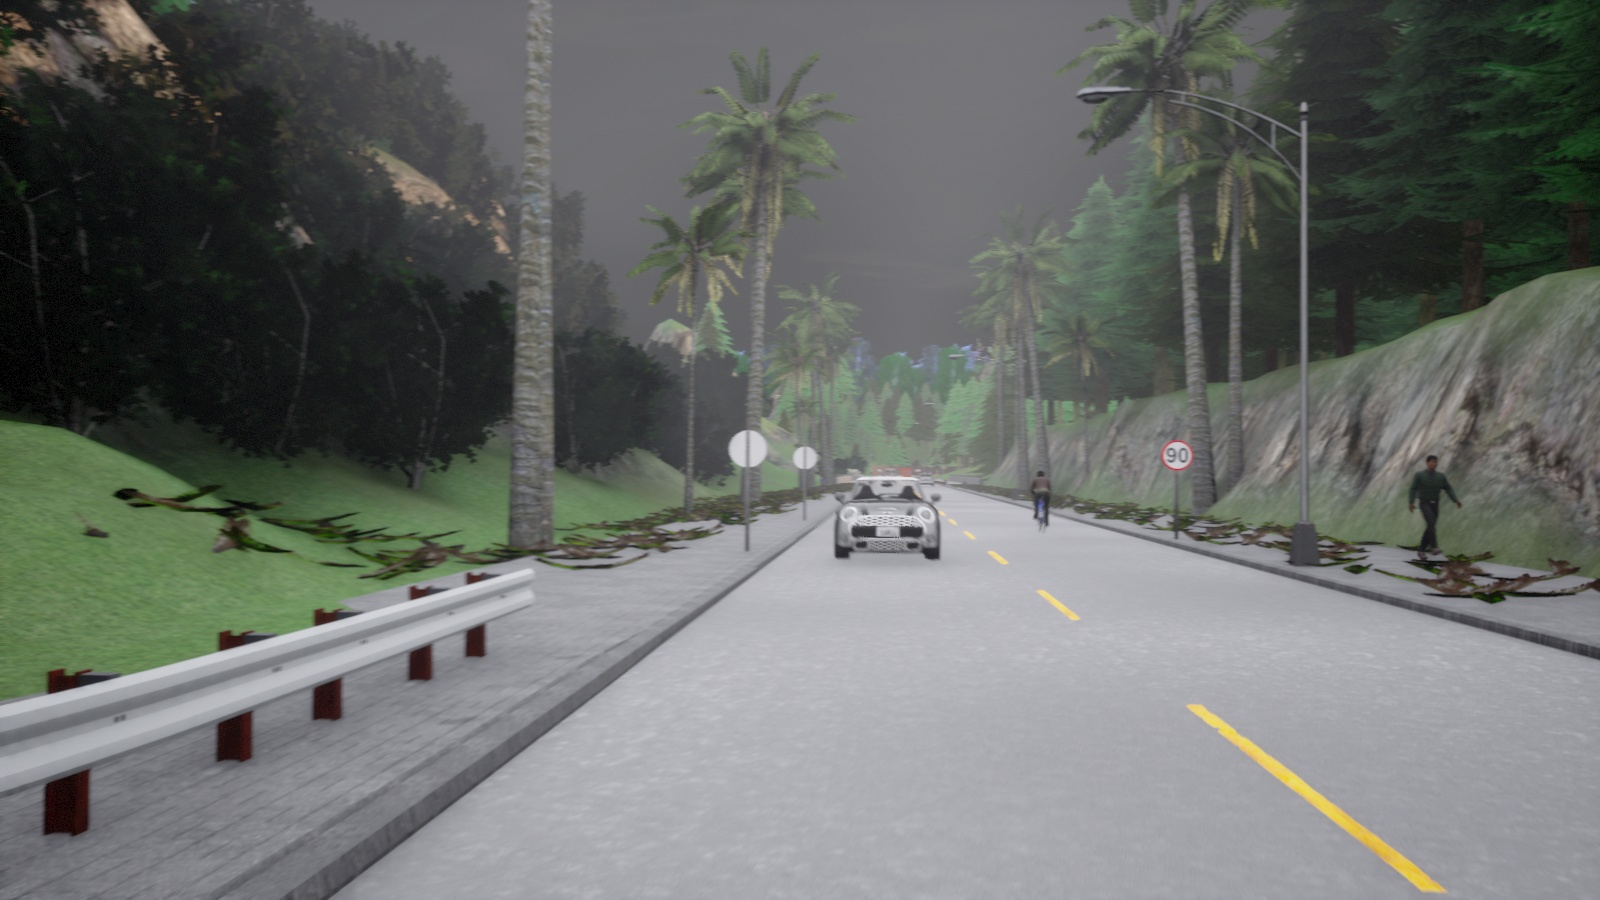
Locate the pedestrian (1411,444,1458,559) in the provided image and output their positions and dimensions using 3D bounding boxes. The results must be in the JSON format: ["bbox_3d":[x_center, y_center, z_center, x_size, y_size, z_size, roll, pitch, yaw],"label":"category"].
[{"bbox_3d":[10.942,0.876,21.670,0.423,1.949,0.788,0,-1,3],"label":"pedestrian"}]

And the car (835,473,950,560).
[{"bbox_3d":[1.736,1.181,23.491,1.970,1.475,3.806,0,-1,4],"label":"car"}]

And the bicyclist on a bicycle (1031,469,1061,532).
[{"bbox_3d":[6.487,1.326,33.150,0.582,1.620,1.656,0,-1,4],"label":"bicyclist on a bicycle"}]
